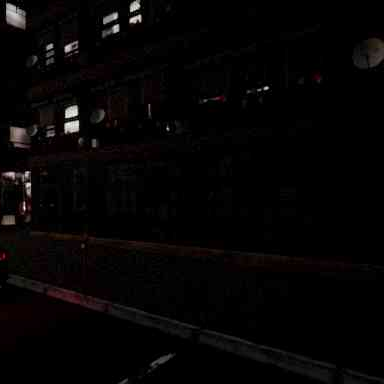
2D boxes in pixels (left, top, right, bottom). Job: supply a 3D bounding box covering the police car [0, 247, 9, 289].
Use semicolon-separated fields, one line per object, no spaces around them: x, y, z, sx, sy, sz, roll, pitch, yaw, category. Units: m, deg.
-6.222;1.428;7.614;5.238;1.638;1.930;0;0;35;police car
